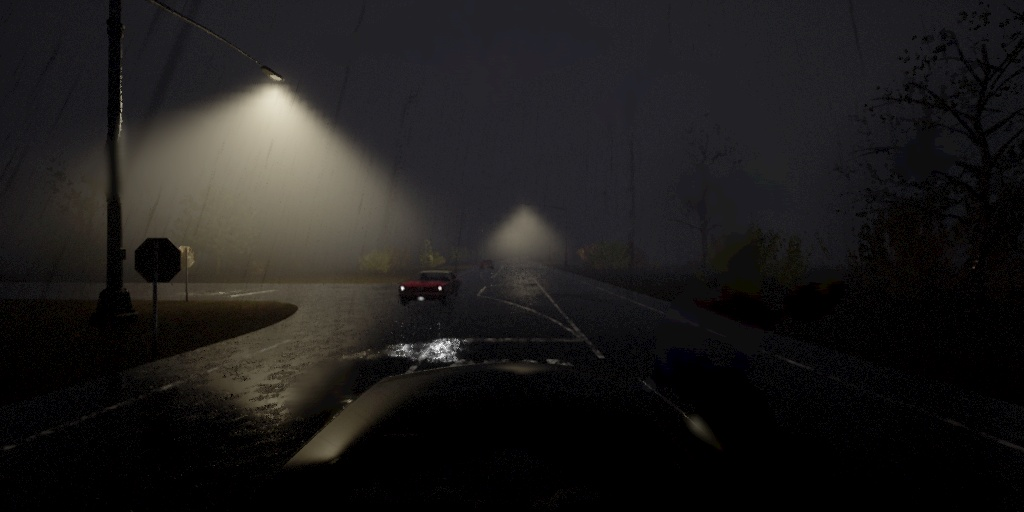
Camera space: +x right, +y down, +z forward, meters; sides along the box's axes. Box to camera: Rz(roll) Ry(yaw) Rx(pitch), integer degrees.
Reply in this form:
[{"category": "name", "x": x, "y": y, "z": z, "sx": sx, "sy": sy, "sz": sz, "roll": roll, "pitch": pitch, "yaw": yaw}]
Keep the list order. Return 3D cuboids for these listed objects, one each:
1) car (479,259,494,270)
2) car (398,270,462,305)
[{"category": "car", "x": -3.409, "y": 1.194, "z": 49.238, "sx": 1.812, "sy": 1.442, "sz": 4.674, "roll": 0, "pitch": 0, "yaw": 0}, {"category": "car", "x": -3.467, "y": 1.316, "z": 15.878, "sx": 1.895, "sy": 1.301, "sz": 4.718, "roll": 0, "pitch": 0, "yaw": 0}]
